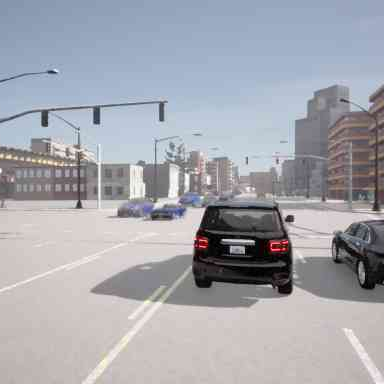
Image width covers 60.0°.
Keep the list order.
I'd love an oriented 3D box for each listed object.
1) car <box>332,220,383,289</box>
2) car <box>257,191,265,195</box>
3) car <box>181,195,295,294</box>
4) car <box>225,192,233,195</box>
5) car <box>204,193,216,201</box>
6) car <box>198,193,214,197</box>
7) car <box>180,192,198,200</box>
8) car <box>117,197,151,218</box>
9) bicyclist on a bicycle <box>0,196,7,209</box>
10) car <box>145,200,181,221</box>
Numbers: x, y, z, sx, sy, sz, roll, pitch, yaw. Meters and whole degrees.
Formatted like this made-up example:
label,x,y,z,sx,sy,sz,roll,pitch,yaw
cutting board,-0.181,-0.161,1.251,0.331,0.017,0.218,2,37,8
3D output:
label,x,y,z,sx,sy,sz,roll,pitch,yaw
car,5.127,1.505,8.962,1.837,1.490,4.892,0,0,11
car,17.686,0.559,85.148,2.097,1.767,4.553,0,1,12
car,1.566,1.221,9.093,2.150,2.045,5.566,0,0,15
car,6.171,1.192,63.965,1.895,1.301,4.718,0,1,12
car,3.768,1.010,69.460,1.837,1.490,4.892,0,1,12
car,2.471,1.377,46.102,1.837,1.490,4.892,0,2,12
car,-0.277,1.058,50.071,2.150,2.045,5.566,0,1,12
car,-4.851,1.319,29.499,2.097,1.767,4.553,0,0,14
bicyclist on a bicycle,-23.709,1.303,41.577,0.582,1.620,1.656,0,0,10
car,-1.829,1.572,27.135,1.895,1.301,4.718,0,0,14
